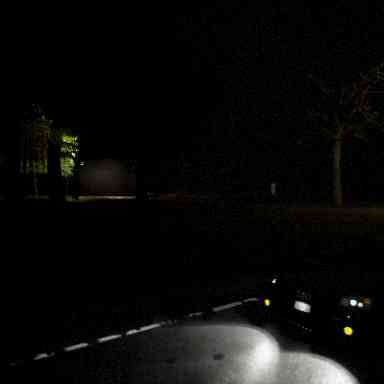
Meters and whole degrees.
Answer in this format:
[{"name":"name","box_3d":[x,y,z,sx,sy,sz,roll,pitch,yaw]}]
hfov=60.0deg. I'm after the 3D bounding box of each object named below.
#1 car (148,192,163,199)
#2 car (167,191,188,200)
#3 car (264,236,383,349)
[{"name":"car","box_3d":[-7.810,0.657,67.514,2.033,1.411,5.357,2,-1,-36]},{"name":"car","box_3d":[-2.747,0.607,60.544,1.882,1.535,5.008,2,-1,-35]},{"name":"car","box_3d":[3.303,1.559,6.224,4.181,1.385,1.994,0,0,-36]}]
